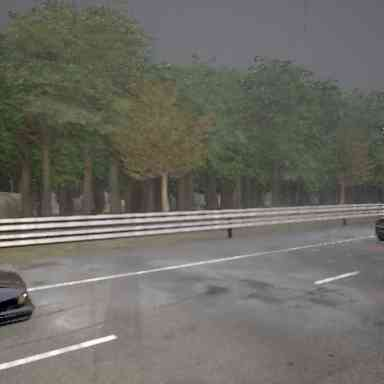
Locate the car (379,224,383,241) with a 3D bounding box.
[{"bbox_3d":[7.041,1.566,8.770,4.181,1.385,1.994,0,0,-36],"label":"car"}]

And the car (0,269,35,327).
[{"bbox_3d":[-5.120,1.547,4.394,5.357,1.411,2.033,0,0,-35],"label":"car"}]

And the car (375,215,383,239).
[{"bbox_3d":[10.383,1.508,15.454,4.892,1.490,1.837,0,0,-35],"label":"car"}]
